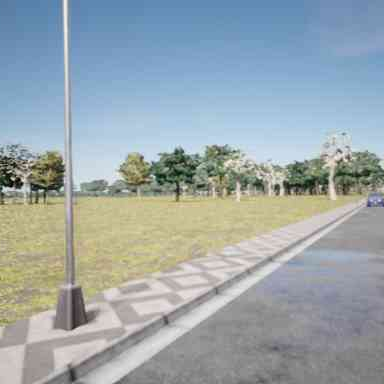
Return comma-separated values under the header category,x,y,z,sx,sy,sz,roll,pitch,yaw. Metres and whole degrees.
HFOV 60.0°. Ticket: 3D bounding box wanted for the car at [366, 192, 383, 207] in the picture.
category,x,y,z,sx,sy,sz,roll,pitch,yaw
car,25.873,1.024,46.812,2.150,2.045,5.566,-2,-1,30
